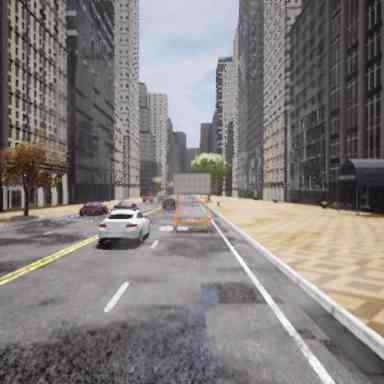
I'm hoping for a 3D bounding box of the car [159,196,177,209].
[{"bbox_3d":[-3.148,1.660,47.418,1.837,1.490,4.892,0,-1,0],"label":"car"}]

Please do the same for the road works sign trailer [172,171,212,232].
[{"bbox_3d":[0.018,0.532,20.536,2.380,3.560,2.880,0,0,1],"label":"road works sign trailer"}]

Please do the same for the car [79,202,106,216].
[{"bbox_3d":[-9.838,1.675,33.429,1.994,1.385,4.181,0,0,0],"label":"car"}]

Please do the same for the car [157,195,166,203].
[{"bbox_3d":[-6.496,1.461,73.823,2.097,1.767,4.553,0,0,0],"label":"car"}]

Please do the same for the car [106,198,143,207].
[{"bbox_3d":[-6.592,1.600,32.937,2.128,1.511,4.902,0,0,0],"label":"car"}]

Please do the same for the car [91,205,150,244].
[{"bbox_3d":[-3.149,1.579,15.991,1.812,1.442,4.674,0,0,0],"label":"car"}]

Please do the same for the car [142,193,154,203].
[{"bbox_3d":[-9.746,1.330,73.764,2.150,2.045,5.566,0,0,0],"label":"car"}]
